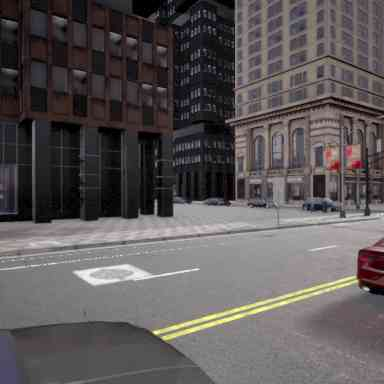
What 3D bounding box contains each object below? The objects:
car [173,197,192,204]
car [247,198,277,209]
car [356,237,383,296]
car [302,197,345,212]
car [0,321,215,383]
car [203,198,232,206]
[{"bbox_3d":[-2.118,1.607,62.157,2.033,1.411,5.357,0,0,-35],"label":"car"},{"bbox_3d":[9.688,1.525,45.386,2.128,1.511,4.902,0,0,-35],"label":"car"},{"bbox_3d":[5.708,1.477,7.516,5.008,1.535,1.882,0,0,-36],"label":"car"},{"bbox_3d":[14.966,1.376,37.922,2.097,1.767,4.553,0,0,-35],"label":"car"},{"bbox_3d":[-2.306,1.547,1.799,5.357,1.411,2.033,0,0,-35],"label":"car"},{"bbox_3d":[3.995,1.593,53.451,2.033,1.411,5.357,0,0,-35],"label":"car"}]
